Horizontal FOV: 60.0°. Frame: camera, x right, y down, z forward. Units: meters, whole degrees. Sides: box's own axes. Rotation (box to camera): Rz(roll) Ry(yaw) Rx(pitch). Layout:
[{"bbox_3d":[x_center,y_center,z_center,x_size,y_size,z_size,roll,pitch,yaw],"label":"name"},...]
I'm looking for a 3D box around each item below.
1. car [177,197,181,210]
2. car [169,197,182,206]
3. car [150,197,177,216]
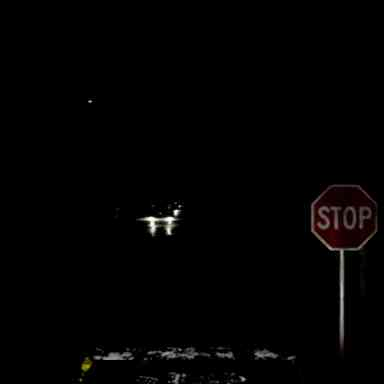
[{"bbox_3d":[-2.838,1.385,43.665,2.097,1.767,4.553,0,0,0],"label":"car"},{"bbox_3d":[-2.820,1.607,57.443,2.033,1.411,5.357,0,0,0],"label":"car"},{"bbox_3d":[-2.843,1.368,32.247,2.097,1.767,4.553,0,0,0],"label":"car"}]
